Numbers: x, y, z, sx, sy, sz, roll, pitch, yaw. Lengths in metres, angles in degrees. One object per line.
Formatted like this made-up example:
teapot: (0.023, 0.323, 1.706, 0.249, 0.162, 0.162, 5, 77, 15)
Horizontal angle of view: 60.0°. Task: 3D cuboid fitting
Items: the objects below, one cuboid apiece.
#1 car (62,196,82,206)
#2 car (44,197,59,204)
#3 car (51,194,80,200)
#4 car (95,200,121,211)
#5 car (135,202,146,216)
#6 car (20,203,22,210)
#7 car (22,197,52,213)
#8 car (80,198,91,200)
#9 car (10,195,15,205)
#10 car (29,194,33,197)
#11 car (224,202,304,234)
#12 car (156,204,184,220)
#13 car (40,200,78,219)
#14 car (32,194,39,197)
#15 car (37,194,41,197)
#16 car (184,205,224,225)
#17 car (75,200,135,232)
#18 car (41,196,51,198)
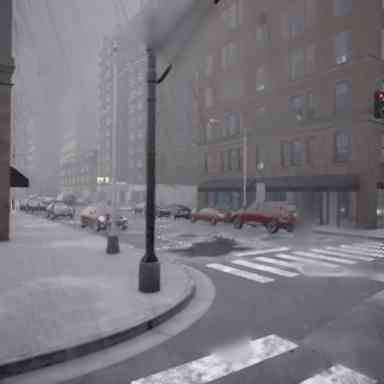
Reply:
car: (-21.185, 1.556, 58.648, 2.097, 1.767, 4.553, 1, 0, -35)
car: (-30.044, 1.747, 70.940, 2.008, 1.369, 4.403, 1, -1, -35)
car: (-19.401, 1.389, 50.803, 2.150, 2.045, 5.566, 1, 0, -35)
car: (-11.127, 1.769, 43.728, 1.947, 1.339, 4.313, 1, -1, -35)
car: (-4.821, 1.755, 34.657, 2.008, 1.369, 4.403, 1, -1, -35)
car: (-21.270, 1.679, 43.382, 1.802, 1.307, 4.206, 1, -1, -35)
car: (-18.116, 1.643, 38.846, 1.887, 1.381, 4.507, 1, -1, -35)
car: (-17.181, 1.709, 52.942, 1.837, 1.490, 4.892, 1, 0, -35)
car: (-33.884, 1.658, 61.529, 1.947, 1.339, 4.313, 1, -1, -35)
car: (-39.500, 1.508, 84.549, 2.192, 1.841, 5.009, 1, -1, -35)
car: (4.640, 1.519, 21.052, 2.192, 1.841, 5.009, 1, -1, -35)
car: (-1.668, 1.770, 30.121, 1.947, 1.339, 4.313, 1, -1, -35)
car: (-11.808, 1.650, 29.772, 2.008, 1.369, 4.403, 1, -1, -35)
car: (-36.349, 1.760, 80.011, 1.947, 1.339, 4.313, 1, -1, -35)
car: (-33.196, 1.746, 75.476, 2.008, 1.369, 4.403, 1, -1, -35)
car: (1.484, 1.786, 25.586, 1.802, 1.307, 4.206, 1, -1, -35)
car: (-5.500, 1.539, 20.699, 1.967, 1.590, 4.097, 1, -1, -35)
car: (-24.933, 1.691, 58.757, 1.812, 1.442, 4.674, 1, 0, -35)
